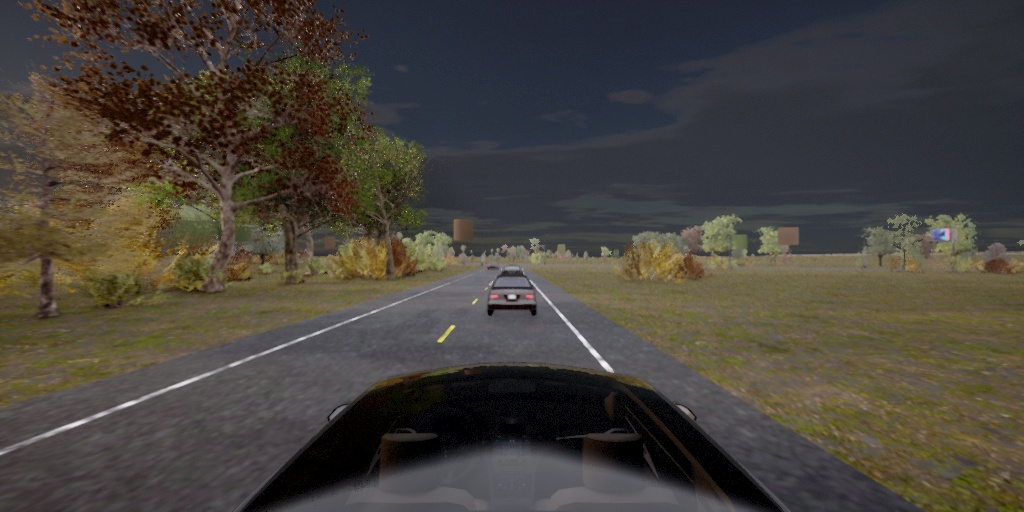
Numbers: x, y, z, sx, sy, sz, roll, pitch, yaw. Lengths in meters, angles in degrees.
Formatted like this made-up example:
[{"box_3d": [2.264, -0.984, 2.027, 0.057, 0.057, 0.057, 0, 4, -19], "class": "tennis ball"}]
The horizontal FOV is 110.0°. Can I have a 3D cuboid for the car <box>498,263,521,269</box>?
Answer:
[{"box_3d": [0.027, 1.524, 31.091, 1.882, 1.535, 5.008, 0, 0, 1], "class": "car"}]

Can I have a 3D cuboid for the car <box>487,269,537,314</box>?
[{"box_3d": [0.008, 1.427, 14.356, 2.033, 1.411, 5.357, 0, -1, 0], "class": "car"}]
